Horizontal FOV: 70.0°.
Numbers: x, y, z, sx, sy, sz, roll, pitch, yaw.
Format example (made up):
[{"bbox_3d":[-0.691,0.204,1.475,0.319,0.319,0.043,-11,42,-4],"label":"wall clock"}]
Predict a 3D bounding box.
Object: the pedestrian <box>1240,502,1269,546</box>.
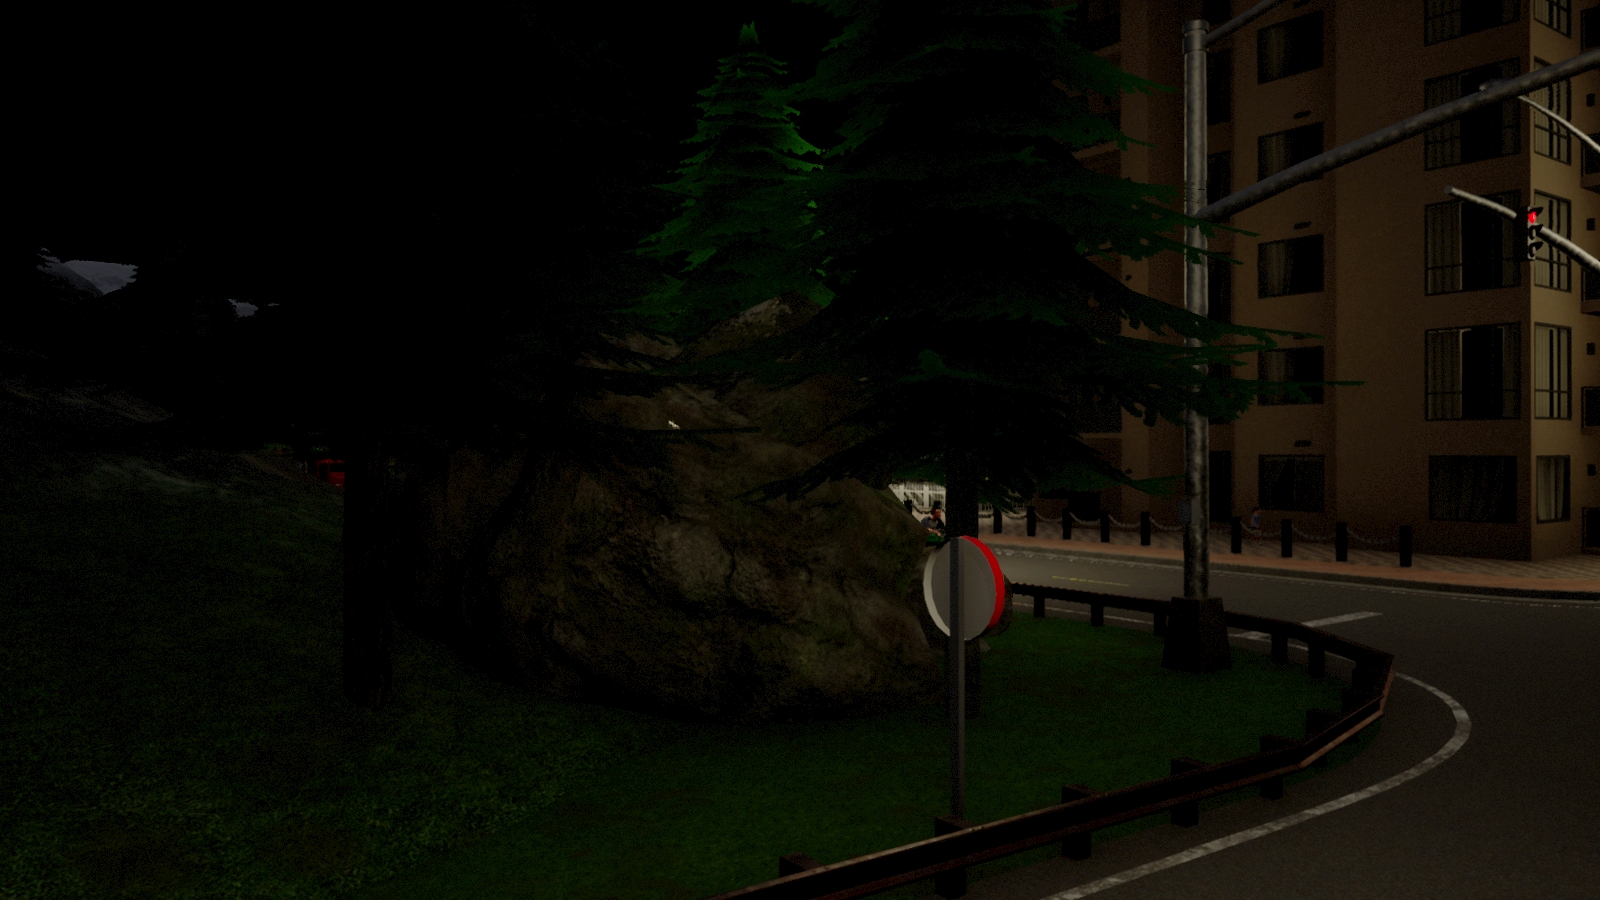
[{"bbox_3d":[12.033,1.952,30.242,0.500,1.100,0.500,0,0,-34],"label":"pedestrian"}]
